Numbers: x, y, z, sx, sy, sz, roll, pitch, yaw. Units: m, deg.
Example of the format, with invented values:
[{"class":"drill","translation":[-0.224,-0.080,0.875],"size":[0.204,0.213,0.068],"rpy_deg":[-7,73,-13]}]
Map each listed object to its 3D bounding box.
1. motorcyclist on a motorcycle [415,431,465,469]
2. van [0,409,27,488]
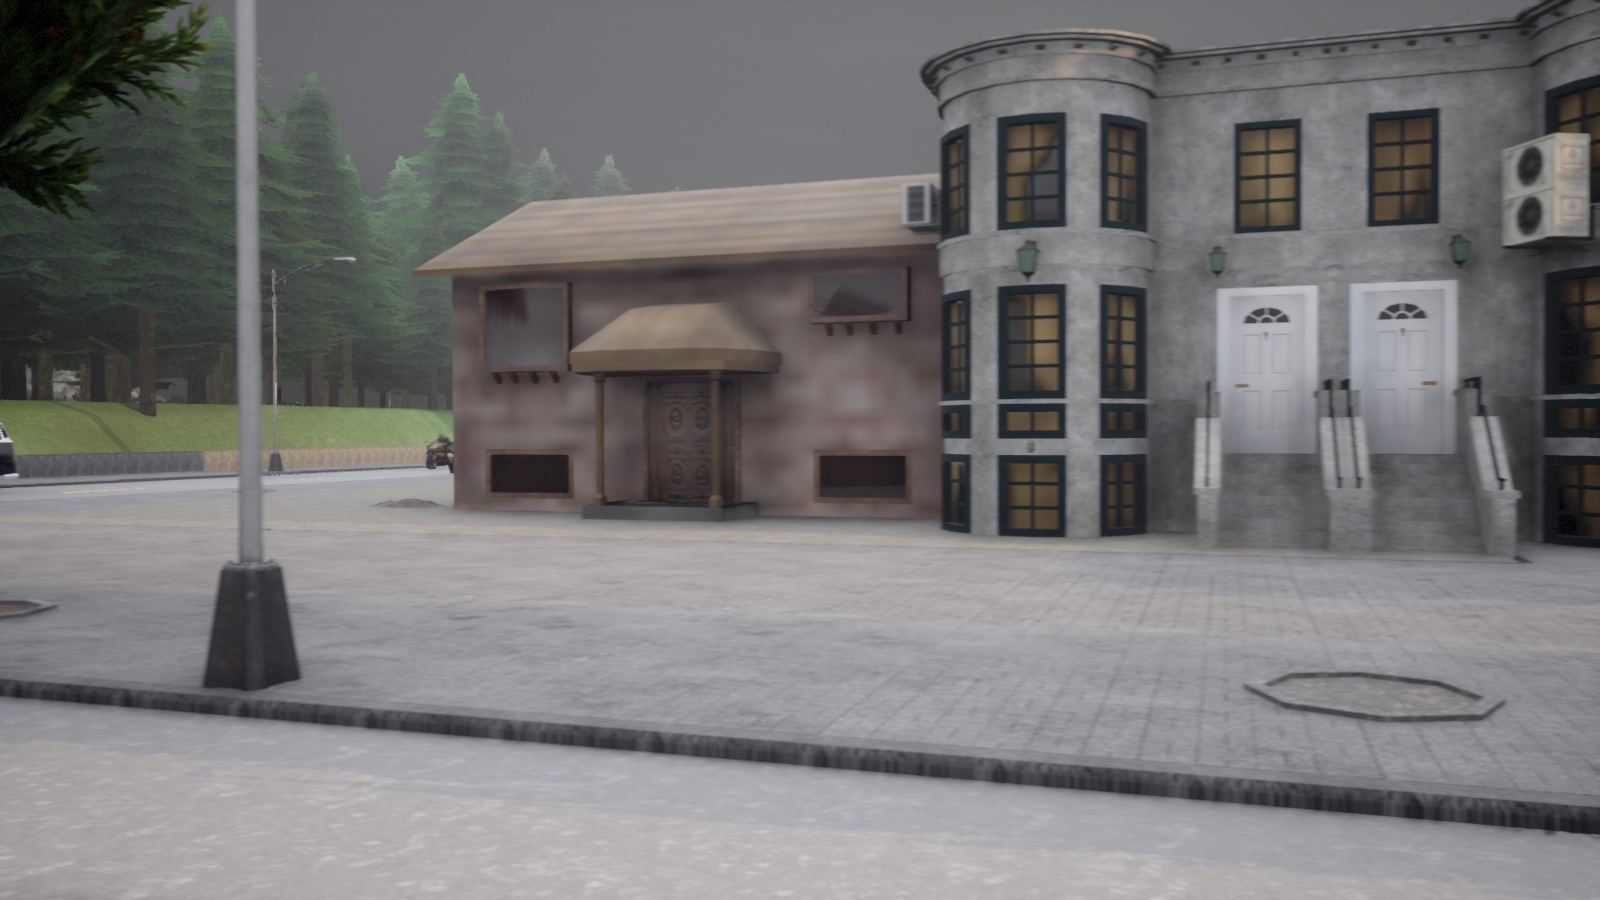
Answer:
[{"class":"motorcyclist on a motorcycle","translation":[-14.835,-0.025,51.830],"size":[0.866,1.530,2.191],"rpy_deg":[0,1,18]},{"class":"van","translation":[-21.893,-0.029,31.026],"size":[2.069,2.038,4.480],"rpy_deg":[1,1,18]}]
